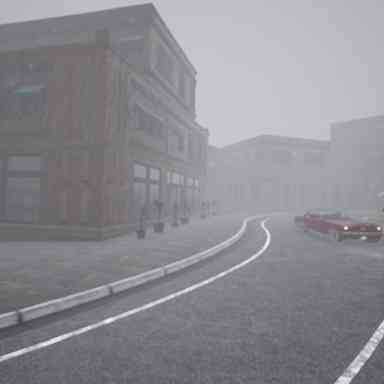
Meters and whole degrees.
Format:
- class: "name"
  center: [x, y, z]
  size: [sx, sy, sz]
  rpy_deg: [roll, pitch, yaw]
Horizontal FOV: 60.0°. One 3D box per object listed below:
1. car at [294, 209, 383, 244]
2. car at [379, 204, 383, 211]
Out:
- class: "car"
  center: [6.593, 1.490, 15.528]
  size: [1.895, 1.301, 4.718]
  rpy_deg: [2, 1, -7]
- class: "car"
  center: [19.739, 1.277, 30.512]
  size: [4.674, 1.442, 1.812]
  rpy_deg: [1, -1, 2]
